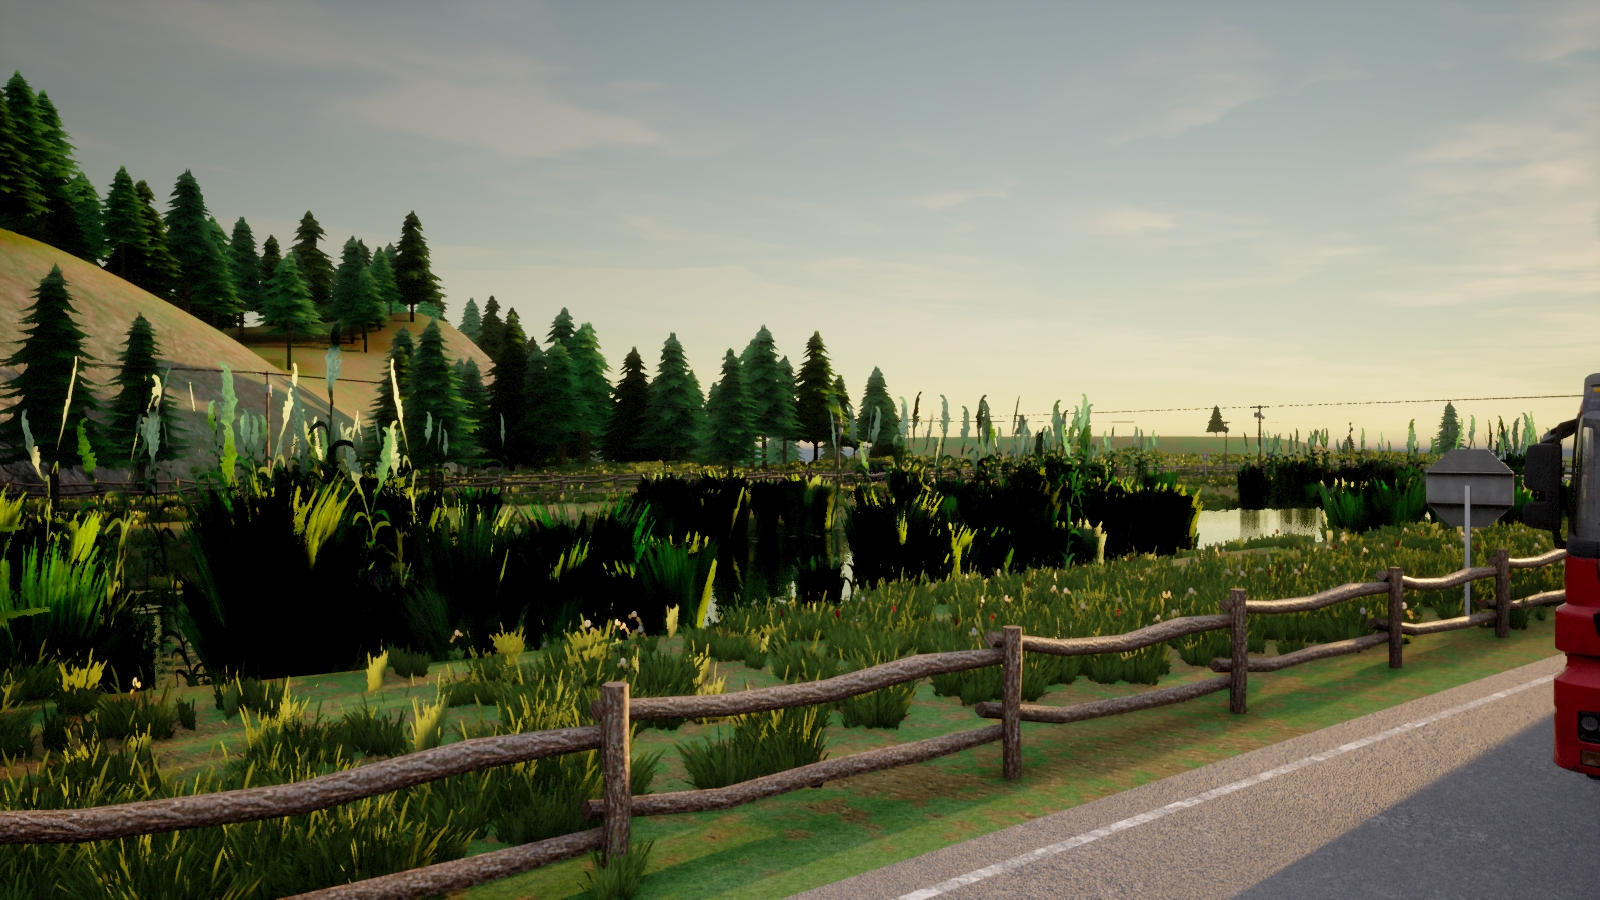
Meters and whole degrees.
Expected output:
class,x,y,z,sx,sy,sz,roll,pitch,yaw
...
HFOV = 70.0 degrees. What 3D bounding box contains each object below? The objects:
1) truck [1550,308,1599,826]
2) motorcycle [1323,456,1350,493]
class,x,y,z,sx,sy,sz,roll,pitch,yaw
truck,9.509,0.862,10.945,2.891,3.827,8.468,0,0,40
motorcycle,34.978,1.577,74.473,2.033,2.348,0.803,0,0,-39
